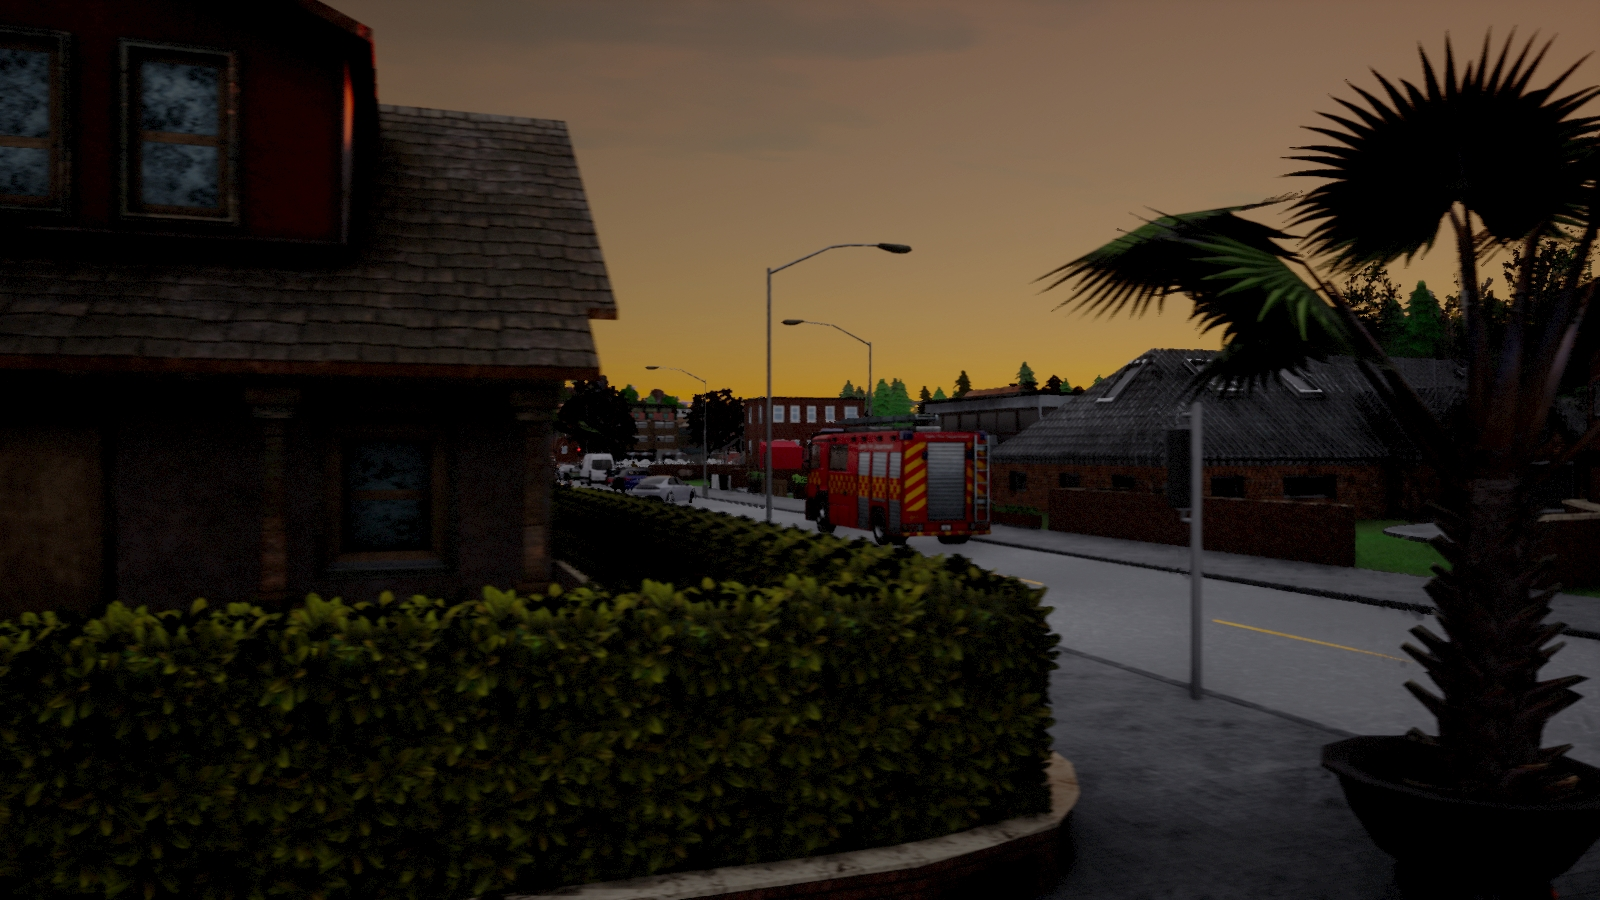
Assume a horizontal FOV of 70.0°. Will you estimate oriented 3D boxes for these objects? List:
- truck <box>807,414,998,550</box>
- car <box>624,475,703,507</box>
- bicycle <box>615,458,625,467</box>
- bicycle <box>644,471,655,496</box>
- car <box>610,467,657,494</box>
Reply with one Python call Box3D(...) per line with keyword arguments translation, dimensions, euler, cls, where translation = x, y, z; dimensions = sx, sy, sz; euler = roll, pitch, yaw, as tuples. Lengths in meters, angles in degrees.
Box3D(translation=(2.979, 0.904, 36.561), dimensions=(2.891, 3.827, 8.468), euler=(0, 0, -19), cls="truck")
Box3D(translation=(-7.006, 2.084, 59.333), dimensions=(2.231, 1.480, 4.892), euler=(1, 0, 18), cls="car")
Box3D(translation=(-30.883, 2.132, 195.792), dimensions=(1.643, 1.496, 0.373), euler=(0, 0, -19), cls="bicycle")
Box3D(translation=(-9.395, 2.088, 71.368), dimensions=(0.329, 1.471, 1.835), euler=(0, 0, -19), cls="bicycle")
Box3D(translation=(-11.153, 1.997, 76.299), dimensions=(2.242, 1.667, 4.611), euler=(0, 0, -19), cls="car")
